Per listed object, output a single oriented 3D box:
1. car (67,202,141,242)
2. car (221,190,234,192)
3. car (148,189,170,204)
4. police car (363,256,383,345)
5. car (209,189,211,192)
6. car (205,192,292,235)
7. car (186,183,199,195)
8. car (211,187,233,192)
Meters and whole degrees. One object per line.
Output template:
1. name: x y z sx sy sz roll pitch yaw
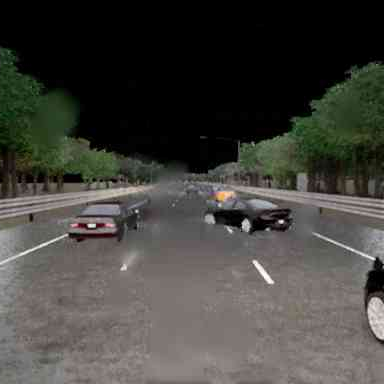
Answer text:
1. car: -3.395 1.107 13.768 2.033 1.411 5.357 0 2 0
2. car: 3.508 0.803 25.022 1.895 1.301 4.718 0 2 0
3. car: -3.390 0.391 34.553 2.128 1.511 4.902 0 2 0
4. police car: 3.501 1.322 3.108 1.930 1.638 5.238 0 2 0
5. car: 3.515 -0.019 46.977 1.882 1.535 5.008 0 2 0
6. car: 2.444 0.980 15.585 1.882 1.535 5.008 -1 2 -27
7. car: 0.023 -0.291 56.408 1.837 1.490 4.892 0 2 0
8. car: 3.511 0.207 35.948 2.097 1.767 4.553 0 2 0
